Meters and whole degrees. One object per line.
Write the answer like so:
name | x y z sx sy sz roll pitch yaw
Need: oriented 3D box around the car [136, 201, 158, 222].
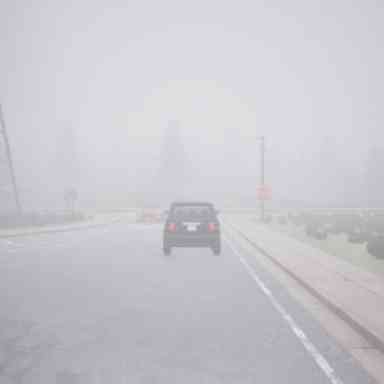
car | -3.507 1.626 28.685 2.097 1.767 4.553 0 0 0

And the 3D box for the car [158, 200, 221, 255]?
car | -0.001 1.352 14.043 2.150 2.045 5.566 0 0 0

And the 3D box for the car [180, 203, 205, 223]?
car | 0.114 1.789 29.266 1.837 1.490 4.892 -1 0 5
